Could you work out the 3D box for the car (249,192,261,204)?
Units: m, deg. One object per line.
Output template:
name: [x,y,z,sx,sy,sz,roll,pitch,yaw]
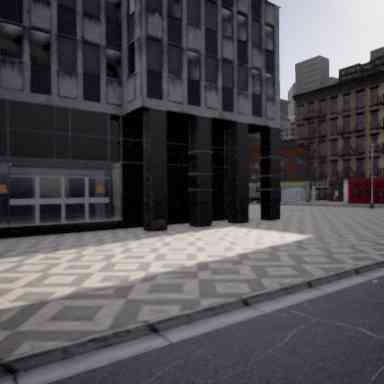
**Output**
car: [12.001,1.042,57.130,2.150,2.045,5.566,-1,0,-36]
